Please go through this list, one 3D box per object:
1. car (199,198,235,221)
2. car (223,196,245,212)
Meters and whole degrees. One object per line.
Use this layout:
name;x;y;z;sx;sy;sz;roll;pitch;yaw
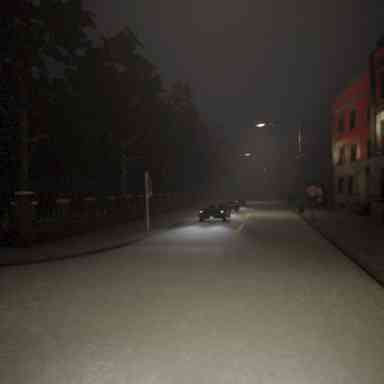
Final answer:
car;1.786;1.388;24.592;1.895;1.301;4.718;-1;0;13
car;3.819;1.172;33.746;2.128;1.511;4.902;-1;0;13
